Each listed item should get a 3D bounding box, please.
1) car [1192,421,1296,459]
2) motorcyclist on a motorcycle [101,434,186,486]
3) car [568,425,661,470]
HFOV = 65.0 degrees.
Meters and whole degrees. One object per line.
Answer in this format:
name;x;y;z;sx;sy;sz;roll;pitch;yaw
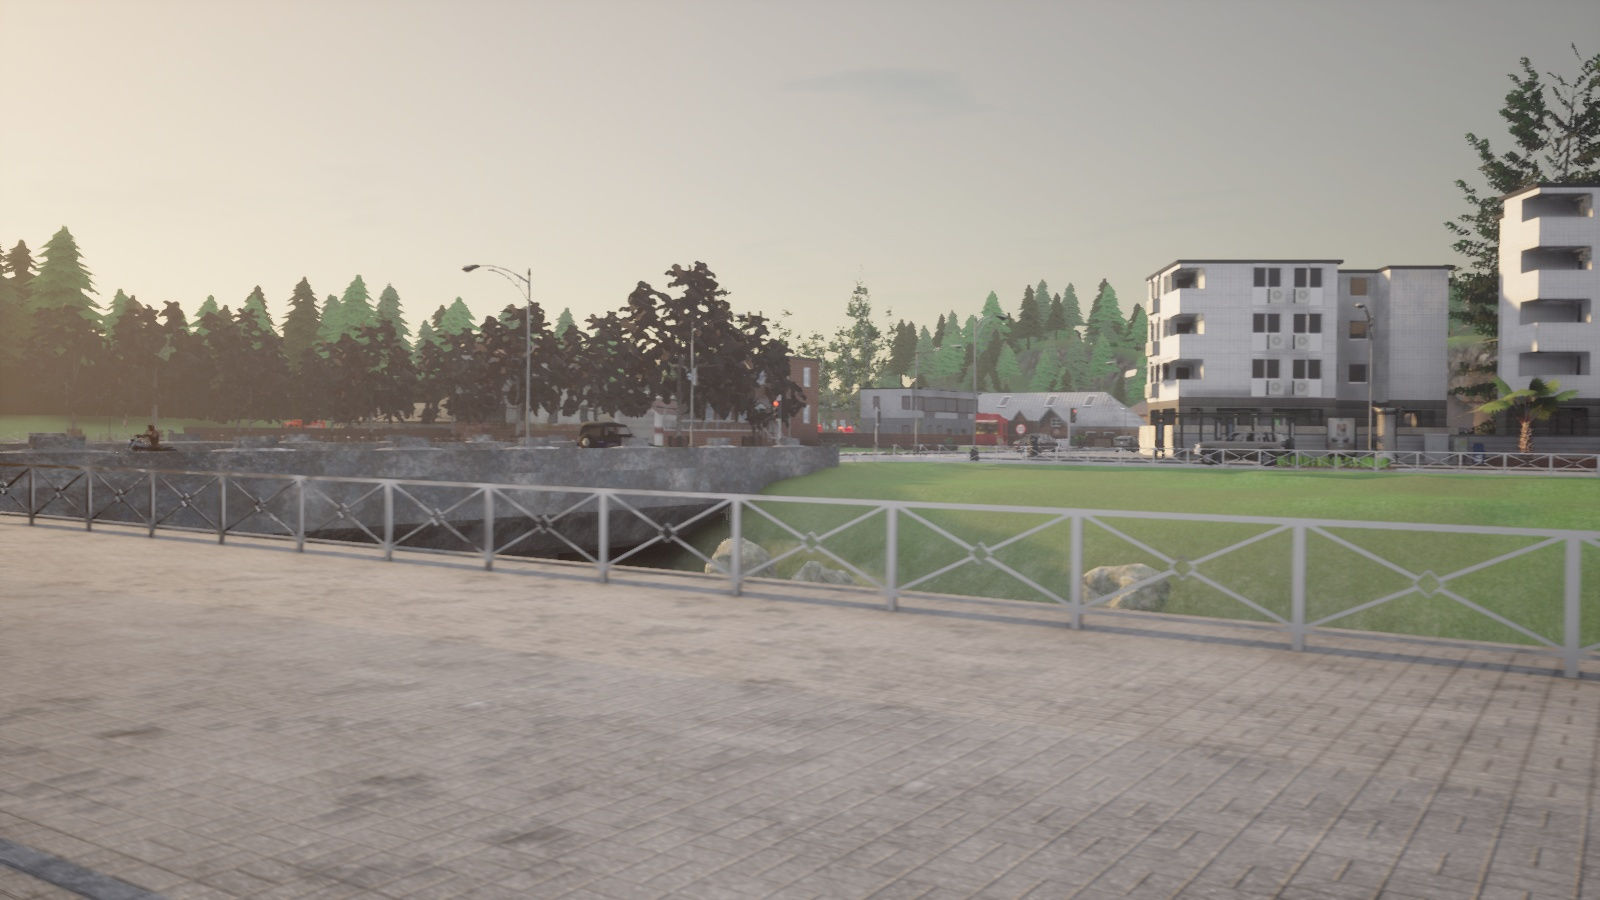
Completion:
car;22.394;-0.520;63.431;4.605;1.855;1.932;0;1;34
motorcyclist on a motorcycle;-21.612;0.313;41.387;0.766;1.649;2.350;0;1;34
car;-8.024;-0.145;54.622;1.905;1.878;3.866;0;1;33
